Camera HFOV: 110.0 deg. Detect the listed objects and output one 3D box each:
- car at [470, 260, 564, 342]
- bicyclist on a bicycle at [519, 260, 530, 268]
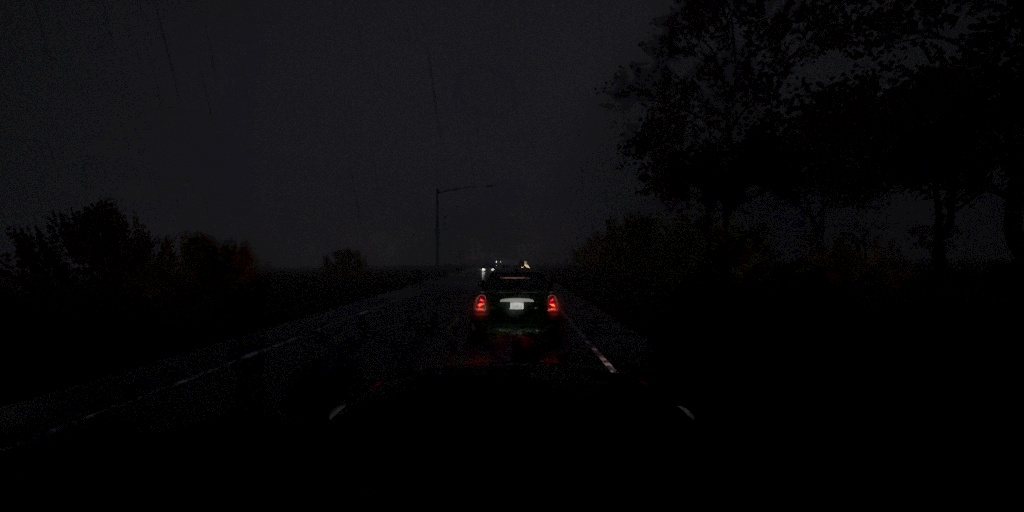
[{"bbox_3d":[0.112,1.098,9.887,2.097,1.767,4.553,0,0,0],"label":"car"},{"bbox_3d":[0.971,1.175,25.710,0.866,1.612,1.509,0,0,1],"label":"bicyclist on a bicycle"}]
